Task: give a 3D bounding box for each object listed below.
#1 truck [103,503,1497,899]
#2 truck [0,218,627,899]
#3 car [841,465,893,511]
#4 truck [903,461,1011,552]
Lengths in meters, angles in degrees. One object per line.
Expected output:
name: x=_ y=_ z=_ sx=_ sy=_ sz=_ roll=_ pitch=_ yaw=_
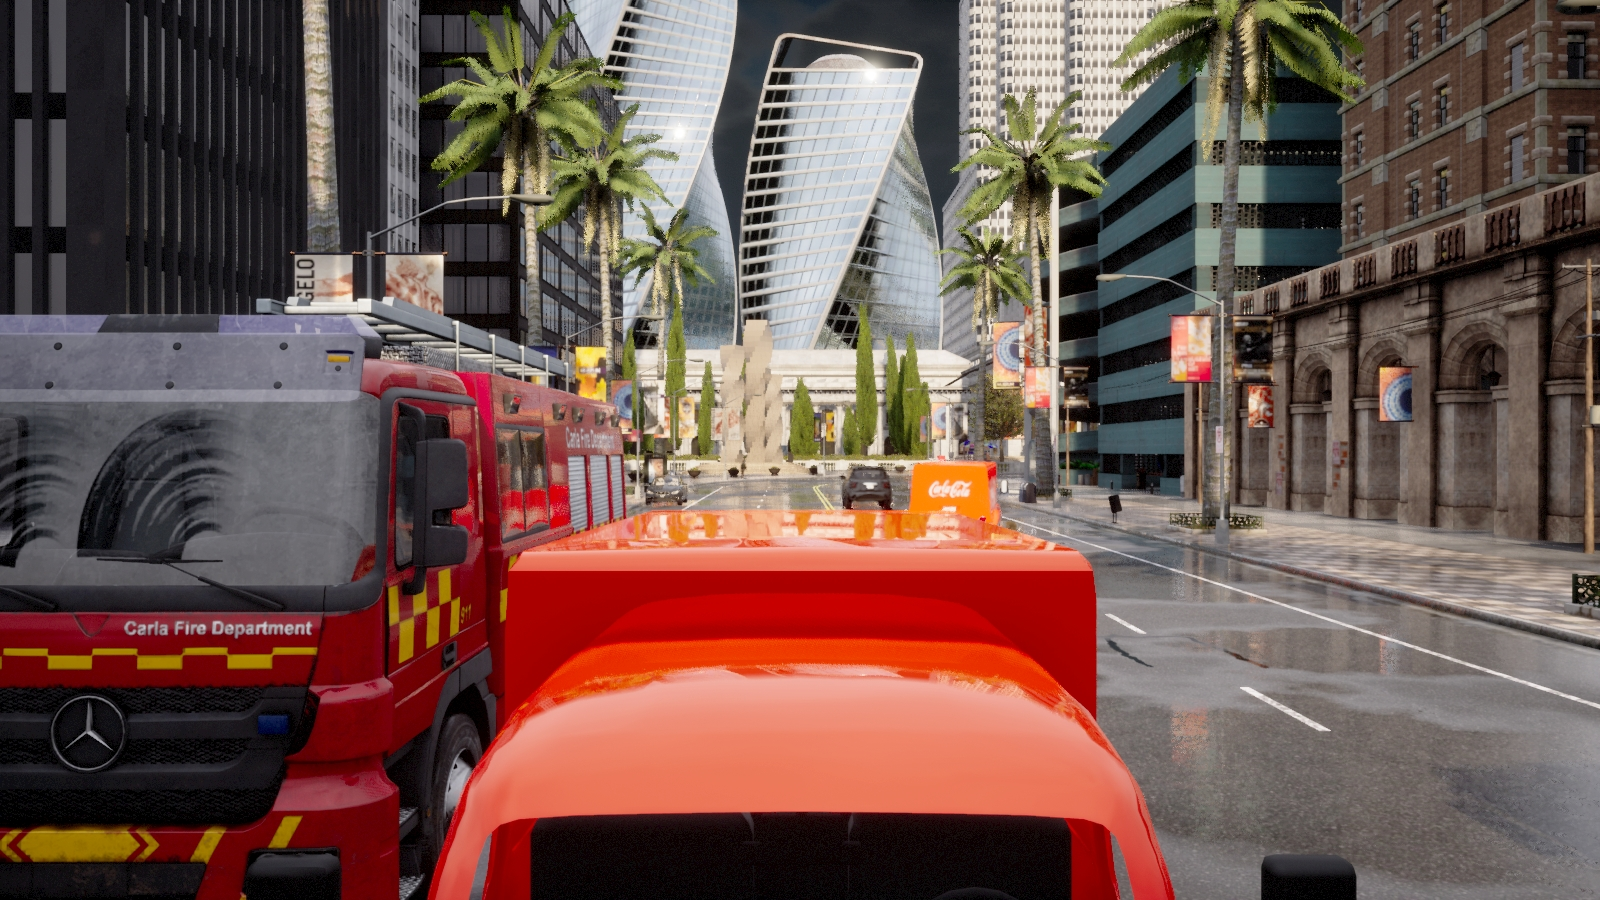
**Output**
truck: x=-0.001 y=1.571 z=4.755 sx=2.627 sy=2.467 sz=5.204 roll=0 pitch=0 yaw=0
truck: x=-3.491 y=0.895 z=9.272 sx=2.891 sy=3.827 sz=8.468 roll=0 pitch=0 yaw=0
car: x=3.206 y=1.799 z=55.480 sx=2.150 sy=2.045 sz=5.566 roll=0 pitch=0 yaw=-1
truck: x=4.818 y=1.581 z=34.348 sx=2.627 sy=2.467 sz=5.204 roll=0 pitch=0 yaw=14
